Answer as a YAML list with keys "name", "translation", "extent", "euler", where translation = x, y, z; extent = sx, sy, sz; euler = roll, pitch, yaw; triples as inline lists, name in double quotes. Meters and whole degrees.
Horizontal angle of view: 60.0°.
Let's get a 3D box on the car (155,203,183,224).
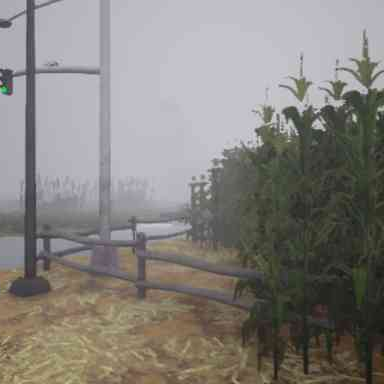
- name: "car"
  translation: [-0.456, 1.551, 25.560]
  extent: [2.033, 1.411, 5.357]
  euler: [0, 0, 35]
